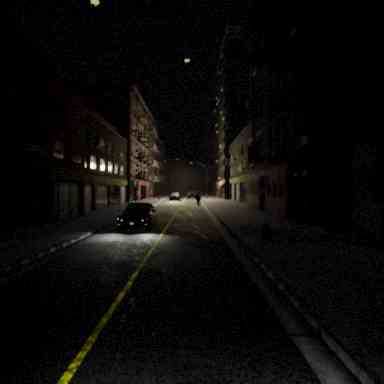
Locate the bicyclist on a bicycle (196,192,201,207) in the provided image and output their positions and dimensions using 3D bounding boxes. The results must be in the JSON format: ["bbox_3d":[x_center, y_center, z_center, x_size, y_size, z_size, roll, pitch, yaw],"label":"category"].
[{"bbox_3d":[0.815,1.102,39.941,0.582,1.620,1.656,0,0,0],"label":"bicyclist on a bicycle"}]

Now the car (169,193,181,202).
[{"bbox_3d":[-3.058,0.914,59.910,2.128,1.511,4.902,0,1,1],"label":"car"}]

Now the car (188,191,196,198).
[{"bbox_3d":[-0.020,0.538,82.032,1.882,1.535,5.008,0,1,0],"label":"car"}]

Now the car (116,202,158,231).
[{"bbox_3d":[-3.104,1.359,19.518,1.837,1.490,4.892,0,1,0],"label":"car"}]

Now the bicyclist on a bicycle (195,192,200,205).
[{"bbox_3d":[0.812,0.920,49.064,0.659,1.776,1.843,0,1,0],"label":"bicyclist on a bicycle"}]

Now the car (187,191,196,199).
[{"bbox_3d":[-0.017,0.784,71.657,1.812,1.442,4.674,0,1,0],"label":"car"}]
